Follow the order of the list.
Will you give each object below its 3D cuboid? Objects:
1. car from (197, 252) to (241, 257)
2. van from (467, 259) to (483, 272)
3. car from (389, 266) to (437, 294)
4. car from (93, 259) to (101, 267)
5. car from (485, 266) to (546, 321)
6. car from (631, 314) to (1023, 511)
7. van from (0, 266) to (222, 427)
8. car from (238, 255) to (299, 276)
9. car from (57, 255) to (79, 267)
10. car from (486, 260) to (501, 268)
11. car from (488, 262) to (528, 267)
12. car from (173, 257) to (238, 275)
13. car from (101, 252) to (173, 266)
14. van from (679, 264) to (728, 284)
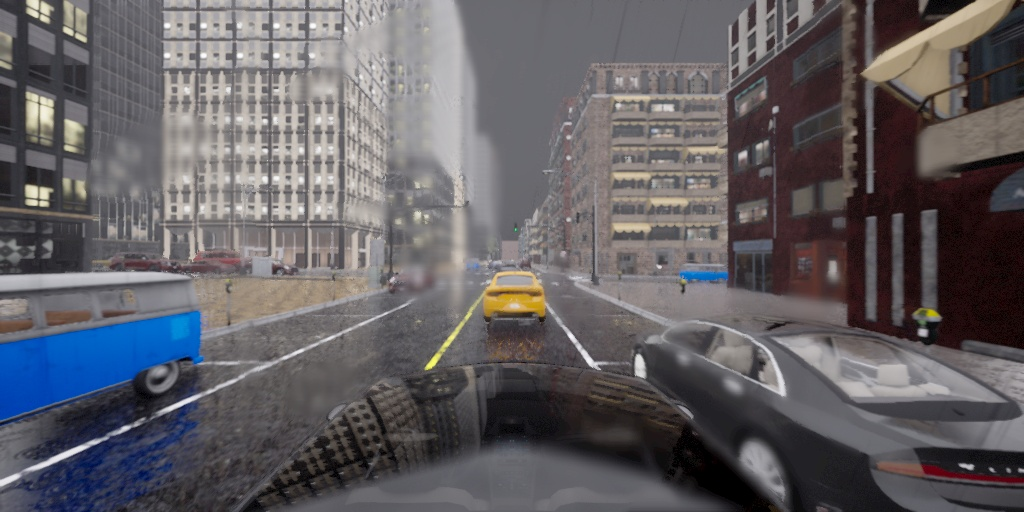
[{"bbox_3d":[-27.105,0.650,34.243,5.566,2.045,2.150,1,0,0],"label":"car"},{"bbox_3d":[-5.685,1.367,53.363,1.690,1.789,3.998,0,0,0],"label":"van"},{"bbox_3d":[-5.689,1.289,20.890,1.967,1.591,4.097,0,0,0],"label":"car"},{"bbox_3d":[-43.696,0.660,39.995,4.829,1.417,1.751,0,0,0],"label":"car"},{"bbox_3d":[0.100,1.284,12.772,1.882,1.535,5.008,0,0,0],"label":"car"},{"bbox_3d":[2.691,1.312,3.943,2.007,1.370,4.403,0,0,0],"label":"car"},{"bbox_3d":[-5.690,1.102,3.944,1.690,1.789,3.998,0,0,0],"label":"van"},{"bbox_3d":[-21.144,0.974,31.661,4.097,1.591,1.967,0,0,0],"label":"car"},{"bbox_3d":[-49.102,0.593,39.984,4.313,1.339,1.948,0,0,0],"label":"car"},{"bbox_3d":[-3.031,1.606,62.618,1.812,1.442,4.674,0,0,0],"label":"car"},{"bbox_3d":[-0.405,1.438,27.370,2.033,1.411,5.357,0,-1,-7],"label":"car"},{"bbox_3d":[-26.718,1.009,31.649,4.207,1.307,1.802,0,0,0],"label":"car"},{"bbox_3d":[-32.293,0.634,31.637,5.009,1.841,2.192,0,0,0],"label":"car"},{"bbox_3d":[16.915,1.609,31.602,3.998,1.789,1.690,0,0,0],"label":"van"}]
